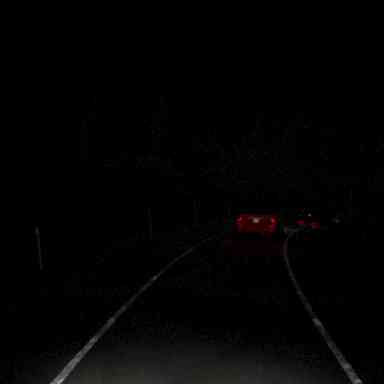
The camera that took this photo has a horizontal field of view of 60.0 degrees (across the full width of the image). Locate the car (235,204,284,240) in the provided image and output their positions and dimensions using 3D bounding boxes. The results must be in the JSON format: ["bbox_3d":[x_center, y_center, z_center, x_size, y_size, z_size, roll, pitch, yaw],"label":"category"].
[{"bbox_3d":[3.801,1.435,18.004,2.097,1.767,4.553,2,0,20],"label":"car"}]

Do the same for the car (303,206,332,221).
[{"bbox_3d":[12.811,2.123,33.881,1.812,1.442,4.674,4,0,39],"label":"car"}]
